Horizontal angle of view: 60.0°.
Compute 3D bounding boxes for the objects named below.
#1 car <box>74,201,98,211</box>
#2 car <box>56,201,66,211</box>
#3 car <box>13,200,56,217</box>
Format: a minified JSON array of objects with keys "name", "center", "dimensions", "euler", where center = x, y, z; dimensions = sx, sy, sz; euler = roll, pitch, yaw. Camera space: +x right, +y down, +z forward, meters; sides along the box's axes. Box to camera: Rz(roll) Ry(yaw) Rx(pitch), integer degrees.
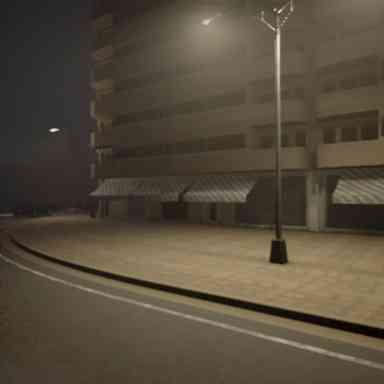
[{"name":"car","center":[-13.739,1.848,45.360],"dimensions":[1.895,1.301,4.718],"euler":[0,0,23]},{"name":"car","center":[-18.238,1.754,42.690],"dimensions":[2.128,1.511,4.902],"euler":[0,0,17]},{"name":"car","center":[-16.159,1.694,33.838],"dimensions":[1.882,1.535,5.008],"euler":[0,0,2]}]
